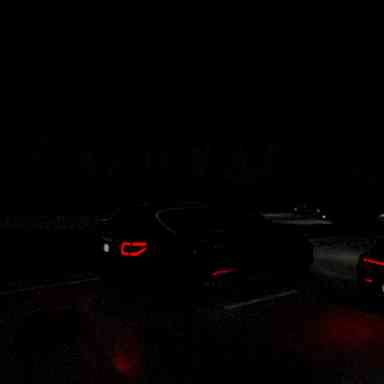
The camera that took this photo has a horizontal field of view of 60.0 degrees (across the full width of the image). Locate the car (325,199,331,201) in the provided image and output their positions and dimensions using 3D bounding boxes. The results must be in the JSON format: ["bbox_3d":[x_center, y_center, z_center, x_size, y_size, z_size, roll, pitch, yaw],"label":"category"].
[{"bbox_3d":[12.438,1.438,33.155,4.902,1.511,2.128,0,0,-18],"label":"car"}]

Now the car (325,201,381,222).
[{"bbox_3d":[12.035,1.560,25.654,4.718,1.301,1.895,0,0,-18],"label":"car"}]

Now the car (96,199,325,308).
[{"bbox_3d":[0.527,1.207,8.125,5.566,2.045,2.150,0,0,-34],"label":"car"}]

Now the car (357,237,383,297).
[{"bbox_3d":[5.600,1.494,7.197,4.892,1.490,1.837,0,0,-32],"label":"car"}]
